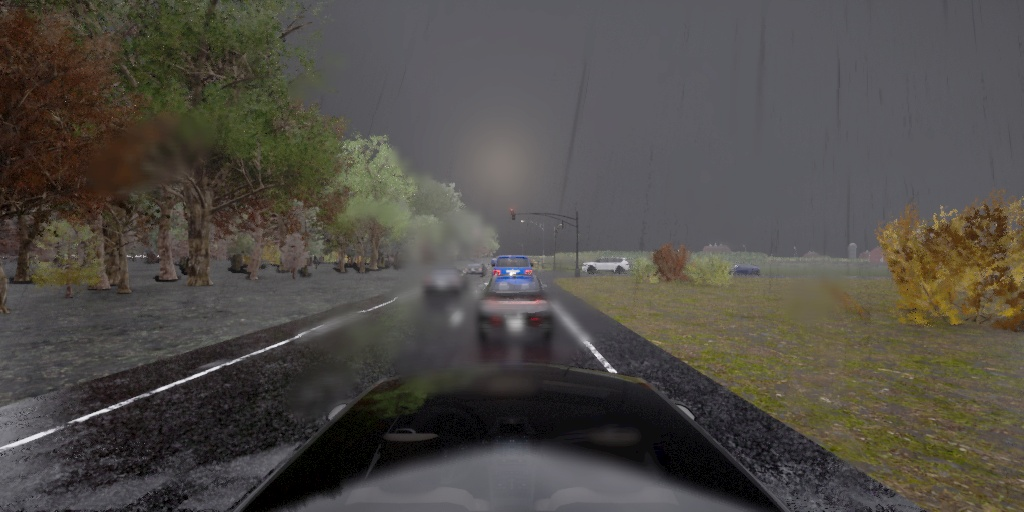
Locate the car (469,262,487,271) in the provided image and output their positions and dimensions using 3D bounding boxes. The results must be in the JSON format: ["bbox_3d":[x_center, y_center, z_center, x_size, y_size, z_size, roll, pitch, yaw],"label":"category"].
[{"bbox_3d":[-3.519,1.304,35.382,2.033,1.411,5.357,0,0,0],"label":"car"}]

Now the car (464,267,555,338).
[{"bbox_3d":[0.074,1.244,10.142,2.128,1.511,4.902,0,0,0],"label":"car"}]

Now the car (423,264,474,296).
[{"bbox_3d":[-3.462,1.318,19.546,1.994,1.385,4.181,0,0,0],"label":"car"}]

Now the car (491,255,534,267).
[{"bbox_3d":[0.038,0.976,20.059,2.150,2.045,5.566,0,0,0],"label":"car"}]

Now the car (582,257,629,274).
[{"bbox_3d":[11.340,1.161,43.716,5.566,2.045,2.150,1,-1,5],"label":"car"}]

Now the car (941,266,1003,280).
[{"bbox_3d":[51.214,1.833,39.671,4.674,1.442,1.812,1,-1,1],"label":"car"}]

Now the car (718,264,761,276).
[{"bbox_3d":[27.400,1.634,43.328,4.674,1.442,1.812,1,-1,0],"label":"car"}]
